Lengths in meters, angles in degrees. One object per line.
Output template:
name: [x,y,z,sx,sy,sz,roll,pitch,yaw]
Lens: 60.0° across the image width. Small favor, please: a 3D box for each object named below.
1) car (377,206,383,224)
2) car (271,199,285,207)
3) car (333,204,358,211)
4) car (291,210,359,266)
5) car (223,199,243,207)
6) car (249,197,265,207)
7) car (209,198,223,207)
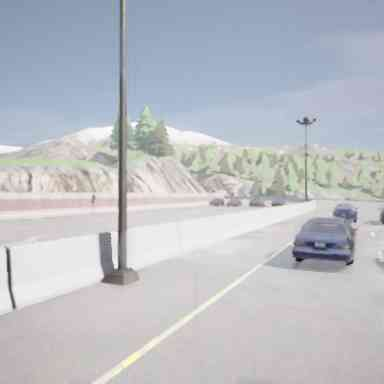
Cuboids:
car: [15.726,1.670,25.894,1.837,1.490,4.892,0,0,27]
car: [14.670,1.885,56.577,2.033,1.411,5.357,0,0,23]
car: [12.898,1.699,28.053,1.812,1.442,4.674,0,0,27]
car: [4.912,1.622,12.072,2.033,1.411,5.357,0,0,27]
car: [7.331,1.860,57.208,1.812,1.442,4.674,0,0,23]
car: [11.287,1.693,57.627,2.097,1.767,4.553,0,0,22]
car: [4.553,1.849,59.595,1.837,1.490,4.892,0,0,23]
